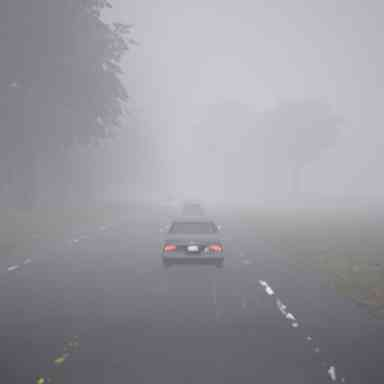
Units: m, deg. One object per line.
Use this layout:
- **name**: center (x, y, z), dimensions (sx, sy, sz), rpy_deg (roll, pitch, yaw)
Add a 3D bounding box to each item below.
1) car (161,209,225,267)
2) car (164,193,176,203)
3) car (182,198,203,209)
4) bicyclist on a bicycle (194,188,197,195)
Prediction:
- **car**: center (0.046, 1.516, 11.251), dimensions (2.033, 1.411, 5.357), rpy_deg (0, 0, 0)
- **car**: center (-3.562, 0.925, 54.595), dimensions (1.837, 1.490, 4.892), rpy_deg (0, 1, 0)
- **car**: center (0.079, 1.319, 30.933), dimensions (1.812, 1.442, 4.674), rpy_deg (0, 1, 0)
- **bicyclist on a bicycle**: center (0.963, 0.073, 91.619), dimensions (0.866, 1.612, 1.509), rpy_deg (0, 1, 0)
